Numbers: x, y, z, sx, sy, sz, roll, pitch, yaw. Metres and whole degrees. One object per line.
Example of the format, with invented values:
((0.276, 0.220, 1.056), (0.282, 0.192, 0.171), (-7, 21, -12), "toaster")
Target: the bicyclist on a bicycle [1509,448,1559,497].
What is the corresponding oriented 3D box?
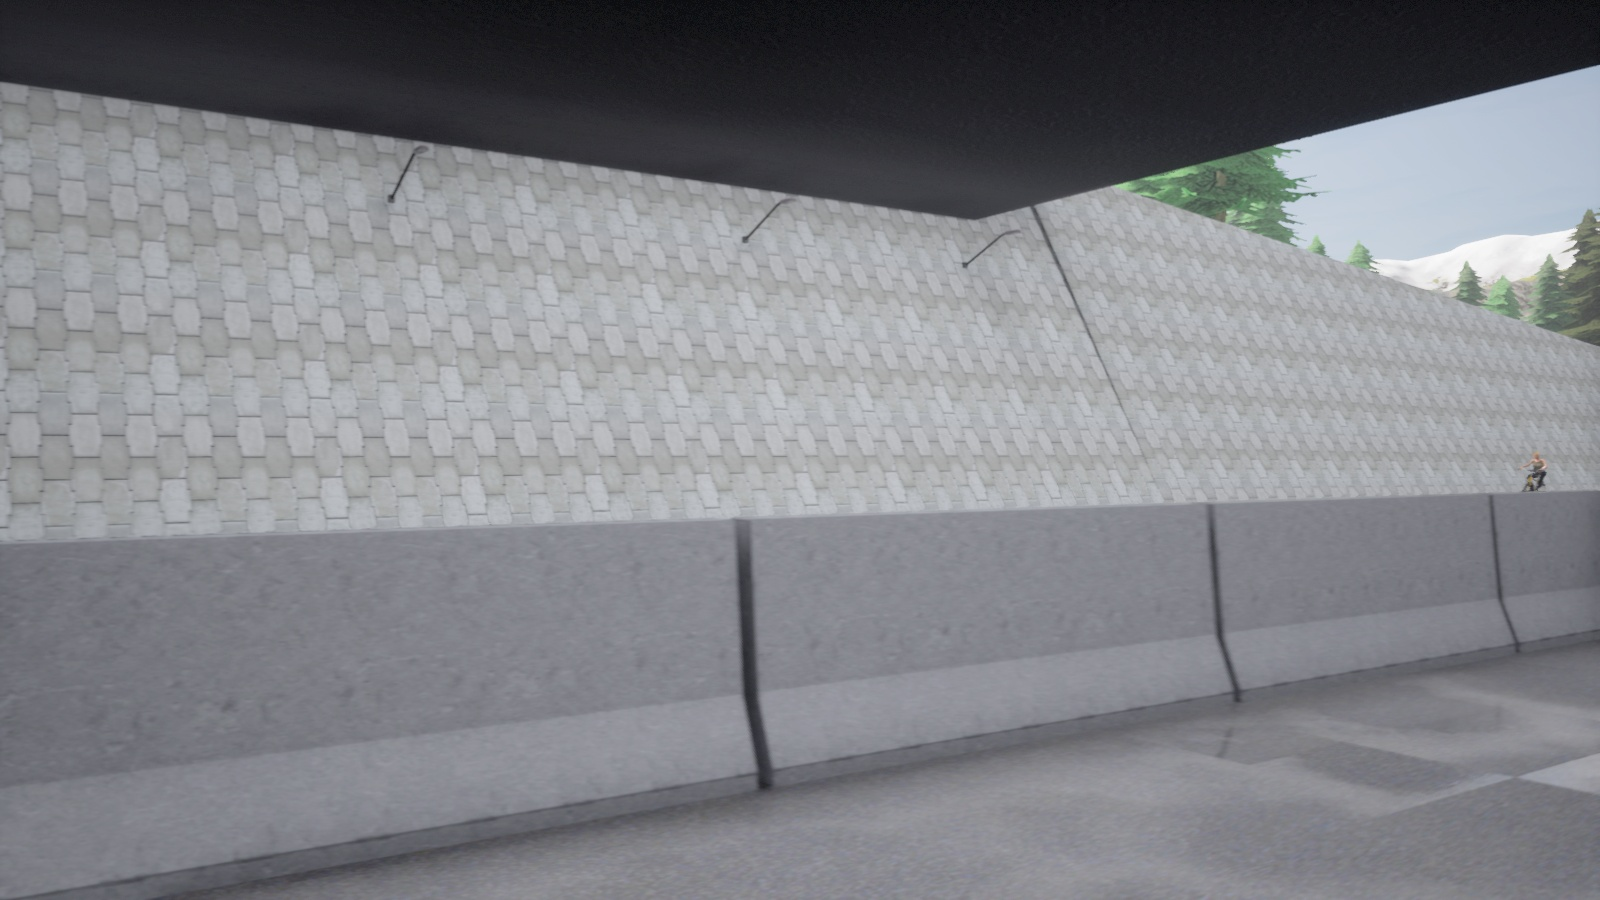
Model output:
((24.563, 0.732, 42.023), (1.509, 1.612, 0.866), (0, 0, -34), "bicyclist on a bicycle")
